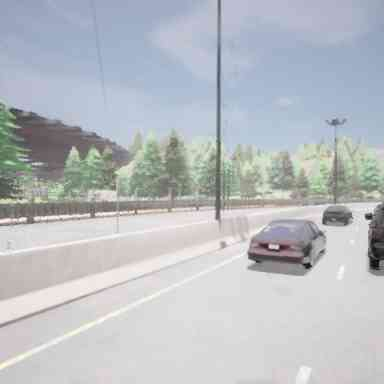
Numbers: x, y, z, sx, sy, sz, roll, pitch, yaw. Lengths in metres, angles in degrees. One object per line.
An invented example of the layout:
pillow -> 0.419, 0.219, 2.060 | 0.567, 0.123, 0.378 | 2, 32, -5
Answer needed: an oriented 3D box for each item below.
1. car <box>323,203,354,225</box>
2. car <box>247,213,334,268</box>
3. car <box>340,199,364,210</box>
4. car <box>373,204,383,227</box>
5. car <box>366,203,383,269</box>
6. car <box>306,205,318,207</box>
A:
car -> 11.903, 1.822, 27.006 | 1.837, 1.490, 4.892 | 0, 0, 32
car -> 3.603, 1.677, 11.942 | 2.033, 1.411, 5.357 | 0, -1, 29
car -> 26.882, 2.020, 55.785 | 4.553, 1.767, 2.097 | 1, -1, -41
car -> 15.607, 1.812, 26.347 | 1.882, 1.535, 5.008 | 0, 0, 32
car -> 7.189, 1.369, 11.205 | 2.150, 2.045, 5.566 | 0, 0, 29
car -> 22.239, 2.231, 61.017 | 5.357, 1.411, 2.033 | 1, -1, -41
